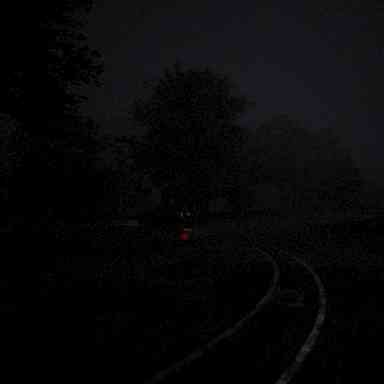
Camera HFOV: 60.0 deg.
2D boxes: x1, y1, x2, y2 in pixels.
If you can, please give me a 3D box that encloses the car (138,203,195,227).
[{"bbox_3d":[-2.058,1.749,26.080,4.553,1.767,2.097,-1,-1,33],"label":"car"}]
